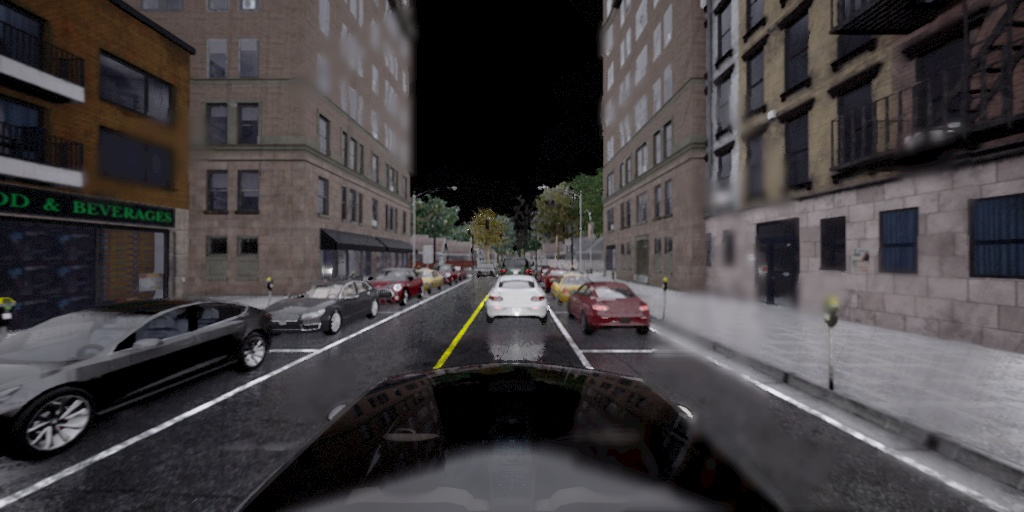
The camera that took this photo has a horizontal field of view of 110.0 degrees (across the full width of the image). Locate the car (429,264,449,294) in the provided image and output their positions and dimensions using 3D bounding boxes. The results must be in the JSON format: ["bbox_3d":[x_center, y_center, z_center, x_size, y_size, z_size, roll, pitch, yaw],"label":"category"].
[{"bbox_3d":[-5.275,1.401,21.441,1.751,1.417,4.829,0,0,0],"label":"car"}]

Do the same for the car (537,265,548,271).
[{"bbox_3d":[2.751,1.421,21.564,1.888,1.381,4.507,0,0,0],"label":"car"}]

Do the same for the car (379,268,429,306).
[{"bbox_3d":[-5.308,1.279,16.092,1.967,1.591,4.097,0,0,0],"label":"car"}]

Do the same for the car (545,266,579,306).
[{"bbox_3d":[2.718,1.365,16.216,1.751,1.417,4.829,0,0,0],"label":"car"}]

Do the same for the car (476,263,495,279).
[{"bbox_3d":[-2.543,1.476,36.713,1.837,1.490,4.892,0,0,0],"label":"car"}]

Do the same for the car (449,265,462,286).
[{"bbox_3d":[-5.240,1.352,27.130,1.967,1.591,4.097,0,0,0],"label":"car"}]

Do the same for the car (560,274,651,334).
[{"bbox_3d":[2.682,1.386,10.528,1.802,1.307,4.207,0,0,0],"label":"car"}]

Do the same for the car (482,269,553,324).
[{"bbox_3d":[0.155,1.339,12.099,1.812,1.442,4.674,0,0,1],"label":"car"}]

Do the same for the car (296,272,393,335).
[{"bbox_3d":[-5.343,1.354,10.574,2.007,1.370,4.403,0,0,0],"label":"car"}]

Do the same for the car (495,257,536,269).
[{"bbox_3d":[0.229,1.114,24.031,2.150,2.045,5.566,0,0,0],"label":"car"}]

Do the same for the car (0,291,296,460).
[{"bbox_3d":[-5.377,1.335,5.056,1.948,1.339,4.313,0,0,0],"label":"car"}]

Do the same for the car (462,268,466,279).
[{"bbox_3d":[-5.206,1.531,32.648,1.802,1.307,4.207,0,0,0],"label":"car"}]
